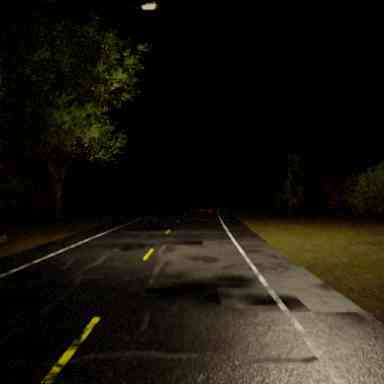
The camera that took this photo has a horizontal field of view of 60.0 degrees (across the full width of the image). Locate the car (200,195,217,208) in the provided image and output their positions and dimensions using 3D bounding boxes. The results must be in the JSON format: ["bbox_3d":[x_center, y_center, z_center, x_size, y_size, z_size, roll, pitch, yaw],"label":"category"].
[{"bbox_3d":[2.283,1.649,50.601,2.128,1.511,4.902,0,0,5],"label":"car"}]

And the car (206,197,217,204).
[{"bbox_3d":[4.128,1.745,69.646,2.033,1.411,5.357,0,0,7],"label":"car"}]
